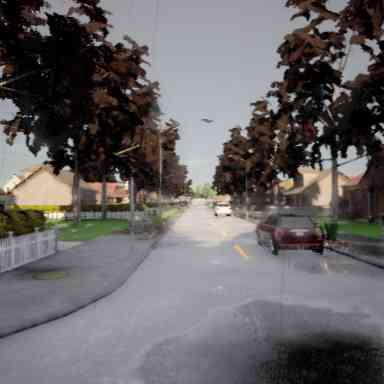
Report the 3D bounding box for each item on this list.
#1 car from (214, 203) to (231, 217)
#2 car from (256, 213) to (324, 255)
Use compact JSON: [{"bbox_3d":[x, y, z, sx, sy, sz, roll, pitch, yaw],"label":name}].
[{"bbox_3d":[4.550,2.605,49.382,2.150,2.045,5.566,-1,-2,1],"label":"car"},{"bbox_3d":[4.332,1.761,15.434,2.097,1.767,4.553,-1,-2,1],"label":"car"}]
